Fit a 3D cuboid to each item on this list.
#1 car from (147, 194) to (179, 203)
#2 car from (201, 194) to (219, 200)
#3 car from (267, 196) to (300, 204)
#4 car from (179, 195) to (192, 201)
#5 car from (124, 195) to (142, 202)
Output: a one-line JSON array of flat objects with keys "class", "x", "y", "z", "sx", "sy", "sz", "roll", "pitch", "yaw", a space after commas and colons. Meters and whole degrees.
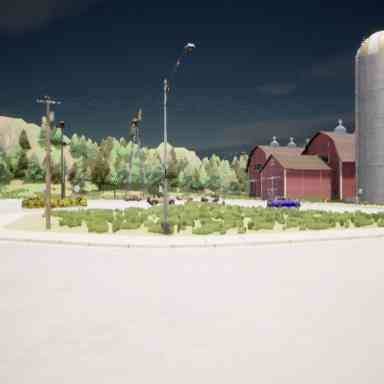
[{"class": "car", "x": -4.947, "y": 1.263, "z": 53.354, "sx": 4.605, "sy": 1.855, "sz": 1.932, "roll": 0, "pitch": 0, "yaw": -21}, {"class": "car", "x": 3.744, "y": 1.270, "z": 67.637, "sx": 3.866, "sy": 1.878, "sz": 1.905, "roll": 0, "pitch": 0, "yaw": -21}, {"class": "car", "x": 12.468, "y": 1.434, "z": 45.057, "sx": 4.611, "sy": 1.667, "sz": 2.242, "roll": 0, "pitch": 0, "yaw": -21}, {"class": "car", "x": -1.646, "y": 1.464, "z": 80.008, "sx": 4.193, "sy": 1.474, "sz": 1.816, "roll": 0, "pitch": 0, "yaw": -21}, {"class": "car", "x": -13.216, "y": 1.476, "z": 74.258, "sx": 3.905, "sy": 1.438, "sz": 1.784, "roll": 0, "pitch": 0, "yaw": -21}]
